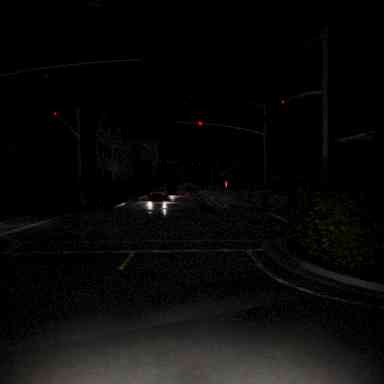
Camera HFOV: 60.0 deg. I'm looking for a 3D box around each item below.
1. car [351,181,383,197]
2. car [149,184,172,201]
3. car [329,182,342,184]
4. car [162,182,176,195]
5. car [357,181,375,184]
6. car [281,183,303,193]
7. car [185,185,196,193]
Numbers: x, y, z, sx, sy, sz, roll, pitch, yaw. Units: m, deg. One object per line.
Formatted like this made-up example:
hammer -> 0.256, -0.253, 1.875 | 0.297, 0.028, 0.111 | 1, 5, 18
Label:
car -> 22.256, -0.468, 42.123 | 1.932, 1.855, 4.605 | -1, 2, 0
car -> -3.720, 0.147, 37.792 | 1.882, 1.535, 5.008 | -1, 2, 0
car -> 25.301, -1.045, 59.514 | 2.152, 1.636, 5.027 | -1, 2, 0
car -> -3.747, -0.613, 52.352 | 2.150, 2.045, 5.566 | -1, 2, 0
car -> 19.012, -0.181, 34.242 | 1.905, 1.878, 3.866 | -1, 2, 0
car -> 15.263, -0.538, 52.100 | 2.007, 1.523, 4.514 | -1, 2, 0
car -> -0.177, -0.567, 58.719 | 1.812, 1.442, 4.674 | -1, 2, 0
